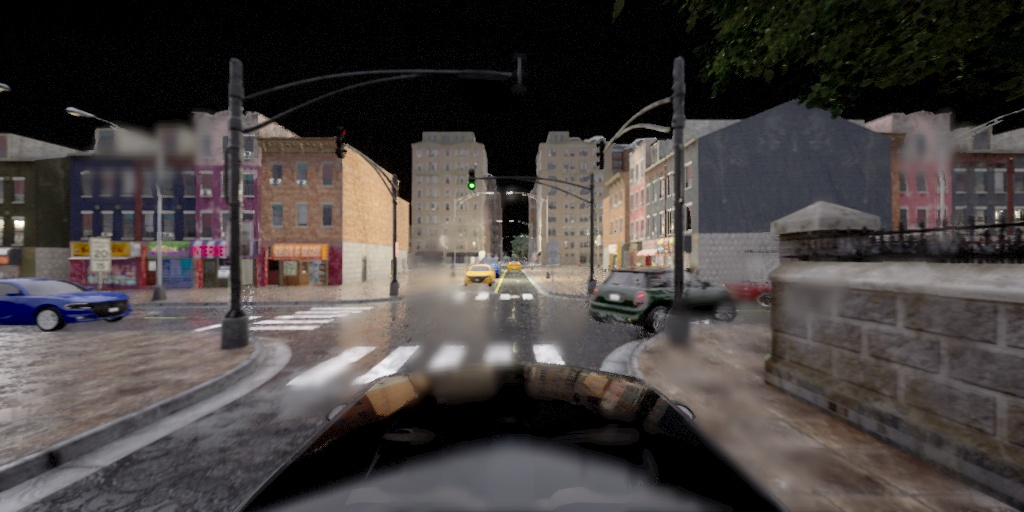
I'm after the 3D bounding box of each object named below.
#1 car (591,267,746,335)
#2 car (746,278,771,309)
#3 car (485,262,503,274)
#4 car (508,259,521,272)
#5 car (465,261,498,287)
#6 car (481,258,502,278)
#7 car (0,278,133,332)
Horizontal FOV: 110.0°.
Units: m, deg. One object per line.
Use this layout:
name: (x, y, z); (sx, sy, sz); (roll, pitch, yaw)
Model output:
car: (4.581, 1.111, 10.676); (4.553, 1.767, 2.097); (0, 0, -31)
car: (11.013, 1.328, 14.219); (4.718, 1.301, 1.895); (0, 0, 0)
car: (-2.316, 1.562, 47.422); (2.033, 1.411, 5.357); (0, 0, 0)
car: (0.346, 1.525, 53.237); (1.882, 1.535, 5.008); (0, 0, 0)
car: (-2.293, 1.371, 26.541); (1.882, 1.535, 5.008); (0, 0, 1)
car: (-2.320, 1.174, 36.730); (2.150, 2.045, 5.566); (0, 0, 0)
car: (-14.894, 1.431, 11.162); (5.008, 1.535, 1.882); (-1, 0, 0)
